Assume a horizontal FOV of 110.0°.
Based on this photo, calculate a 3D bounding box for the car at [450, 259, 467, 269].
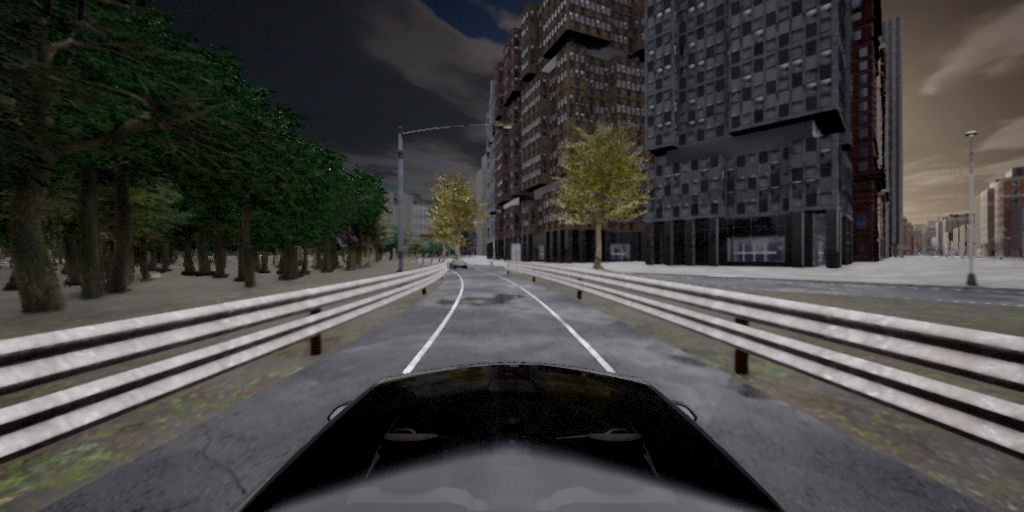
[{"bbox_3d":[-7.683,1.110,51.492,1.994,1.385,4.181,0,0,-18],"label":"car"}]
